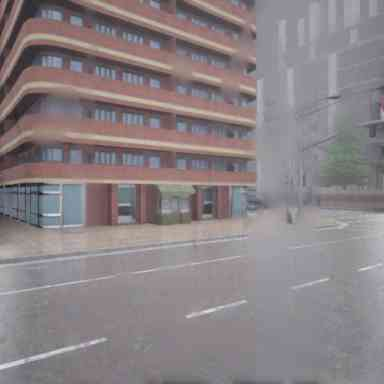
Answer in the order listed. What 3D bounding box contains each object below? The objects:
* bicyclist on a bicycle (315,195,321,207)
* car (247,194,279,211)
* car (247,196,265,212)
[{"bbox_3d":[17.810,1.300,46.968,1.656,1.620,0.582,0,0,-36],"label":"bicyclist on a bicycle"},{"bbox_3d":[7.826,1.221,40.317,2.150,2.045,5.566,0,0,-36],"label":"car"},{"bbox_3d":[5.419,1.491,37.683,2.128,1.511,4.902,0,0,-36],"label":"car"}]
